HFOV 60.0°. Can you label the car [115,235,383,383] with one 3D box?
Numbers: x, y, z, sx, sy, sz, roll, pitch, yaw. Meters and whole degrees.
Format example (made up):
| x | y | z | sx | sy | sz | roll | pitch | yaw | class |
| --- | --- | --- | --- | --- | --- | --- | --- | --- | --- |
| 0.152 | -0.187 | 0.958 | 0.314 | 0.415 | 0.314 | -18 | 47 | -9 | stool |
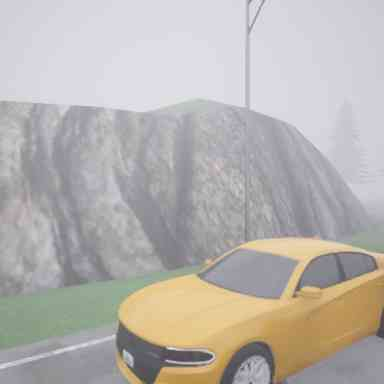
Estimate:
| x | y | z | sx | sy | sz | roll | pitch | yaw | class |
| --- | --- | --- | --- | --- | --- | --- | --- | --- | --- |
| 1.360 | 1.477 | 4.960 | 5.008 | 1.535 | 1.882 | 0 | 0 | -35 | car |
